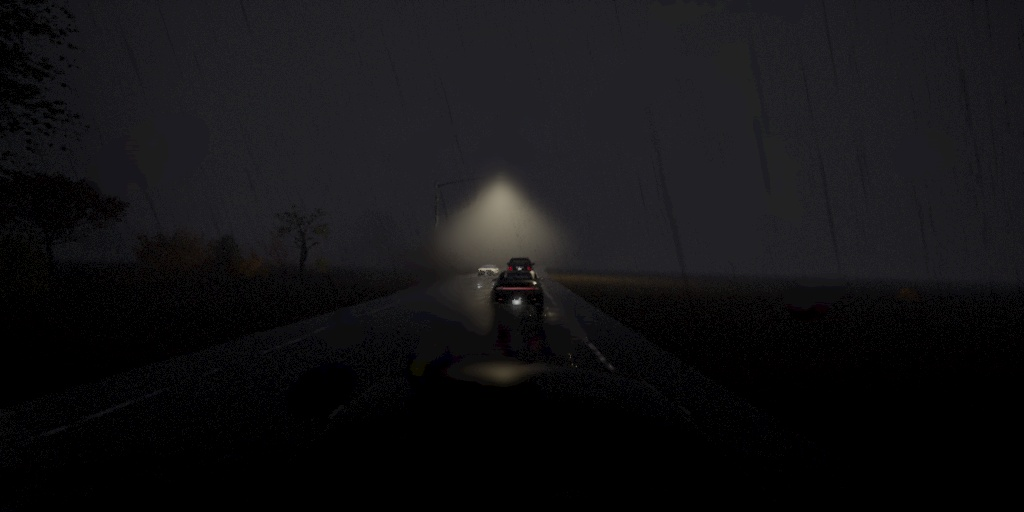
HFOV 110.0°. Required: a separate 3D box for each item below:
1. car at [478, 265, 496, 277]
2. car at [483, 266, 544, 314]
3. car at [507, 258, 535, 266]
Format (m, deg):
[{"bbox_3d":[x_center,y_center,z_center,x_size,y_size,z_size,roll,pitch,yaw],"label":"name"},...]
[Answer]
[{"bbox_3d":[-2.576,1.611,39.304,1.895,1.301,4.718,0,-1,3],"label":"car"},{"bbox_3d":[0.244,1.315,14.226,2.128,1.511,4.902,0,0,1],"label":"car"},{"bbox_3d":[0.744,1.164,30.944,2.150,2.045,5.566,0,0,3],"label":"car"}]
